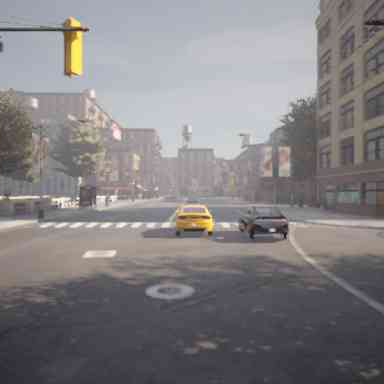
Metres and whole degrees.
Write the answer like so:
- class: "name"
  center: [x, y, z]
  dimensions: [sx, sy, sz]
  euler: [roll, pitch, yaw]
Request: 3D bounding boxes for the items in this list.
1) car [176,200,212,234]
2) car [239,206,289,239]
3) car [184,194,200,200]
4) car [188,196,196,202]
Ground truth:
- class: "car"
  center: [0.108, 1.469, 19.014]
  dimensions: [1.882, 1.535, 5.008]
  euler: [0, 0, 0]
- class: "car"
  center: [3.606, 1.484, 17.323]
  dimensions: [2.128, 1.511, 4.902]
  euler: [0, 0, 0]
- class: "car"
  center: [0.025, 1.536, 63.337]
  dimensions: [1.994, 1.385, 4.181]
  euler: [0, 0, 0]
- class: "car"
  center: [0.031, 1.540, 75.056]
  dimensions: [1.895, 1.301, 4.718]
  euler: [0, 0, 1]
